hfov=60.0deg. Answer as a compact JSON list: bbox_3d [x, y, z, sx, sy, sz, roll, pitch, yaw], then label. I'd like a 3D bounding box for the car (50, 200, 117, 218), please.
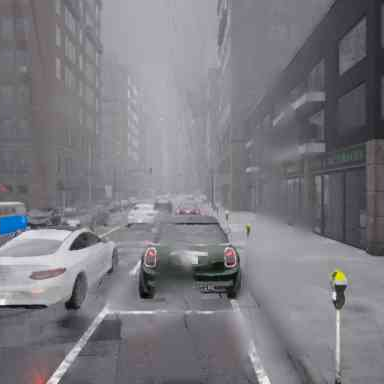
[{"bbox_3d":[-6.245,1.493,19.905,2.128,1.511,4.902,0,0,0],"label":"car"}]

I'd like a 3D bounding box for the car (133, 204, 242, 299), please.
[{"bbox_3d":[-0.033,1.353,8.620,2.097,1.767,4.553,0,0,0],"label":"car"}]

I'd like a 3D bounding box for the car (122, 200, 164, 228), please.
[{"bbox_3d":[-3.148,1.528,22.342,1.812,1.442,4.674,0,0,0],"label":"car"}]

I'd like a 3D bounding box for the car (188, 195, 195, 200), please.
[{"bbox_3d":[-0.237,1.636,95.394,2.008,1.369,4.403,0,0,0],"label":"car"}]

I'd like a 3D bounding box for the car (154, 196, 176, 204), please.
[{"bbox_3d":[-3.047,1.484,35.617,1.882,1.535,5.008,0,0,0],"label":"car"}]

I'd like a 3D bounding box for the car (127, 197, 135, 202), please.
[{"bbox_3d":[-8.815,1.591,41.985,1.802,1.307,4.206,0,0,0],"label":"car"}]

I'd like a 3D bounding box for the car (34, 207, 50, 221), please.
[{"bbox_3d":[-8.815,1.568,19.979,1.947,1.339,4.313,0,0,0],"label":"car"}]

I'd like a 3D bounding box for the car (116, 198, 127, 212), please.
[{"bbox_3d":[-8.815,1.573,36.483,1.947,1.339,4.313,0,0,0],"label":"car"}]

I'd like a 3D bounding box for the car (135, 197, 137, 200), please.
[{"bbox_3d":[-8.816,1.452,47.486,1.967,1.590,4.097,0,0,0],"label":"car"}]

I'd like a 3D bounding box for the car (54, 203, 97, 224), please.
[{"bbox_3d":[-8.815,1.585,25.481,1.802,1.307,4.206,0,0,0],"label":"car"}]

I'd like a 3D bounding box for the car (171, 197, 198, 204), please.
[{"bbox_3d":[-0.290,1.443,25.481,1.967,1.590,4.097,0,0,0],"label":"car"}]

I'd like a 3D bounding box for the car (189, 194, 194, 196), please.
[{"bbox_3d":[-0.257,1.501,84.576,1.967,1.590,4.097,0,0,0],"label":"car"}]

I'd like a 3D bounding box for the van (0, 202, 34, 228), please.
[{"bbox_3d":[-8.815,1.342,14.478,1.690,1.788,3.998,0,0,0],"label":"van"}]

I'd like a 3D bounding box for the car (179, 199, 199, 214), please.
[{"bbox_3d":[-0.290,1.558,36.484,2.008,1.369,4.403,0,0,0],"label":"car"}]

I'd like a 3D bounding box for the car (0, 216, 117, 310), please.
[{"bbox_3d":[-3.043,1.526,7.675,1.812,1.442,4.674,0,0,0],"label":"car"}]
